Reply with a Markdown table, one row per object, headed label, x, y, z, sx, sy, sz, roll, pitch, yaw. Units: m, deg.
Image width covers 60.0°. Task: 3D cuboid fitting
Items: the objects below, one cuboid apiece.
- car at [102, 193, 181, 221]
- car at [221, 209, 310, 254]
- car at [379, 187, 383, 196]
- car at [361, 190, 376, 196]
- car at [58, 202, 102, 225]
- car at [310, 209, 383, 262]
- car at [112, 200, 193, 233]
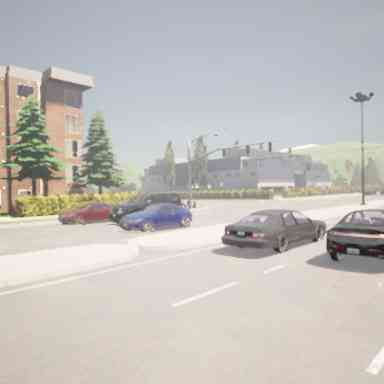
| label | x | y | z | sx | sy | sz | roll | pitch | yaw |
| --- | --- | --- | --- | --- | --- | --- | --- | --- | --- |
| car | -3.011 | 1.093 | 22.999 | 2.150 | 2.045 | 5.566 | -1 | 0 | 44 |
| car | 3.364 | 1.367 | 12.846 | 2.033 | 1.411 | 5.357 | -1 | 1 | 44 |
| car | 41.806 | -0.157 | 71.417 | 2.097 | 1.767 | 4.553 | -1 | 1 | 44 |
| car | 39.239 | 0.117 | 73.793 | 1.895 | 1.301 | 4.718 | -1 | 1 | 44 |
| car | -7.117 | 1.477 | 23.760 | 1.812 | 1.442 | 4.674 | -1 | 1 | 43 |
| car | 5.869 | 1.279 | 10.401 | 2.128 | 1.511 | 4.902 | -1 | 1 | 44 |
| car | -1.907 | 1.405 | 19.080 | 1.812 | 1.442 | 4.674 | -1 | 1 | 43 |
